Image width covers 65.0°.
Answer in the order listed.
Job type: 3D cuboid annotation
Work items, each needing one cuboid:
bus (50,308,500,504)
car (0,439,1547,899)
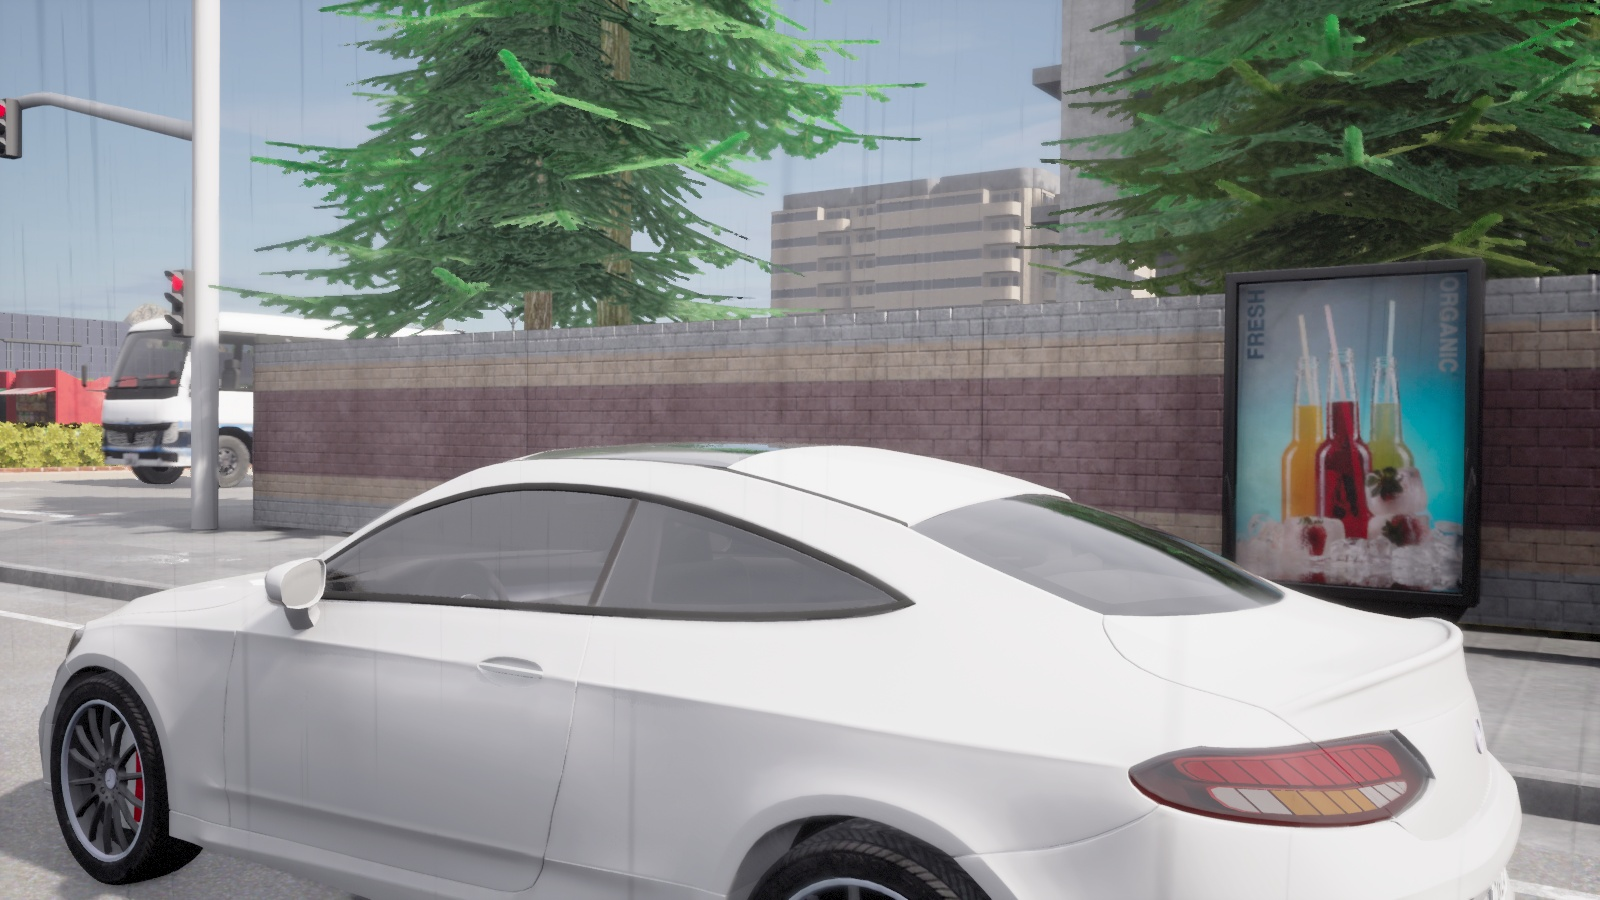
[{"bbox_3d":[-13.042,-1.028,32.600,3.944,4.253,10.273,0,1,33],"label":"bus"},{"bbox_3d":[-0.437,0.708,3.913,4.674,1.442,1.812,0,1,33],"label":"car"}]
